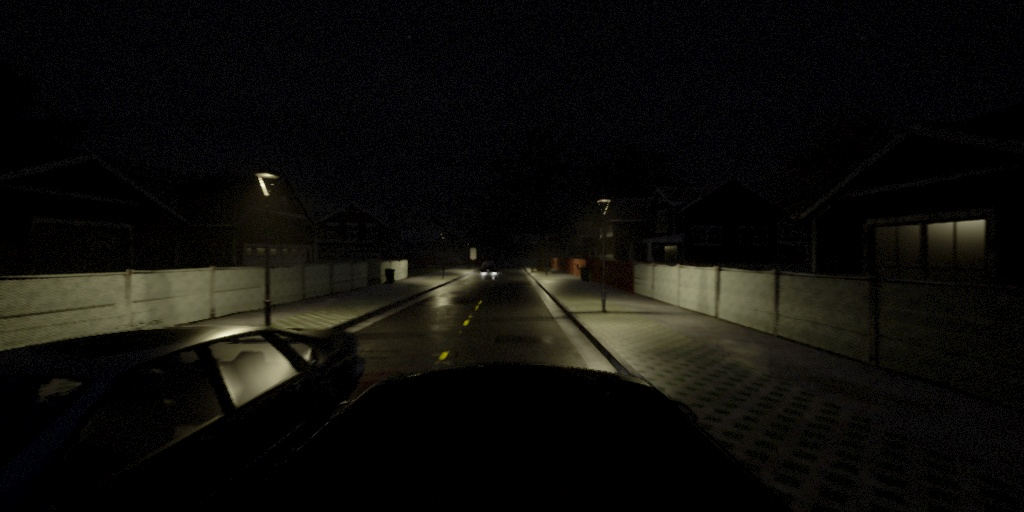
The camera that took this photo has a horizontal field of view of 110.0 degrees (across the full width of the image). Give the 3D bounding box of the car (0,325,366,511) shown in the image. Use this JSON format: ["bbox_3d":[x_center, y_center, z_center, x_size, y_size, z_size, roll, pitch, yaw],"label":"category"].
[{"bbox_3d":[-2.851,1.298,2.466,2.033,1.411,5.357,0,0,0],"label":"car"}]

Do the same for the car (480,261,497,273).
[{"bbox_3d":[-2.824,1.298,44.687,2.033,1.411,5.357,0,0,0],"label":"car"}]
